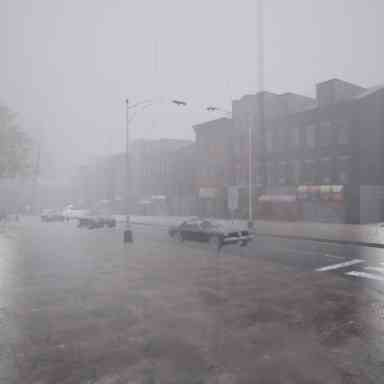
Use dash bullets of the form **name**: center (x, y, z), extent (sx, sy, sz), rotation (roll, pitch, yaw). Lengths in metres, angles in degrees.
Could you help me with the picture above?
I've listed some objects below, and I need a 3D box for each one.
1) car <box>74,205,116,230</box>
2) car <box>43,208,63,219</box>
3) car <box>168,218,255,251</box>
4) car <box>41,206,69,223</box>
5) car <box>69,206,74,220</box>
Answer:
- **car**: center (-8.388, 2.293, 29.161), extent (2.097, 1.767, 4.553), rotation (0, -2, -35)
- **car**: center (-22.699, 3.481, 54.310), extent (2.097, 1.767, 4.553), rotation (0, -2, -36)
- **car**: center (0.804, 1.963, 16.267), extent (1.895, 1.301, 4.718), rotation (0, -2, -35)
- **car**: center (-17.744, 2.961, 42.419), extent (2.097, 1.767, 4.553), rotation (0, -2, -35)
- **car**: center (-16.574, 2.896, 45.719), extent (2.150, 2.045, 5.566), rotation (0, -2, -35)
